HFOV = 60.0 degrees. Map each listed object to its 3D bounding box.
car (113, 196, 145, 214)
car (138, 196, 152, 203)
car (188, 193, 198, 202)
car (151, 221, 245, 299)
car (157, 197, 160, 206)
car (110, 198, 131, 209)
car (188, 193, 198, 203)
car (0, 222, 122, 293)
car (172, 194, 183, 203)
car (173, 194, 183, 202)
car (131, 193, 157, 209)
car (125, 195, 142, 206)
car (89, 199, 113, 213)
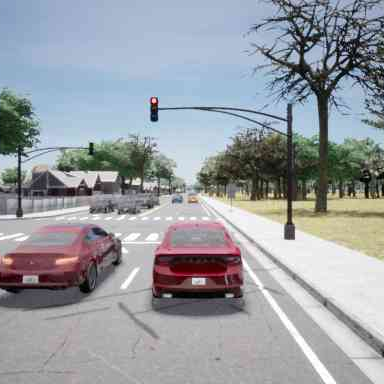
[{"bbox_3d":[-6.524,1.499,34.892,1.837,1.490,4.892,0,0,0],"label":"car"},{"bbox_3d":[-9.608,1.520,68.461,2.033,1.411,5.357,0,0,0],"label":"car"},{"bbox_3d":[0.160,1.191,76.359,2.150,2.045,5.566,0,0,0],"label":"car"},{"bbox_3d":[0.115,1.477,8.531,1.882,1.535,5.008,0,0,0],"label":"car"},{"bbox_3d":[-6.471,1.488,56.050,1.837,1.490,4.892,0,0,0],"label":"car"},{"bbox_3d":[-9.750,1.516,45.535,1.812,1.442,4.674,0,0,0],"label":"car"},{"bbox_3d":[0.236,1.452,65.958,1.882,1.535,5.008,0,0,0],"label":"car"},{"bbox_3d":[-3.132,1.525,8.741,1.812,1.442,4.674,0,0,0],"label":"car"},{"bbox_3d":[-3.009,1.500,66.365,1.812,1.442,4.674,0,0,0],"label":"car"},{"bbox_3d":[-3.090,1.321,76.330,2.097,1.767,4.553,0,0,0],"label":"car"},{"bbox_3d":[-6.501,1.214,45.269,2.150,2.045,5.566,0,0,0],"label":"car"},{"bbox_3d":[-9.724,1.336,55.421,2.097,1.767,4.553,0,0,0],"label":"car"},{"bbox_3d":[-9.769,1.499,36.402,1.837,1.490,4.892,0,0,0],"label":"car"}]
